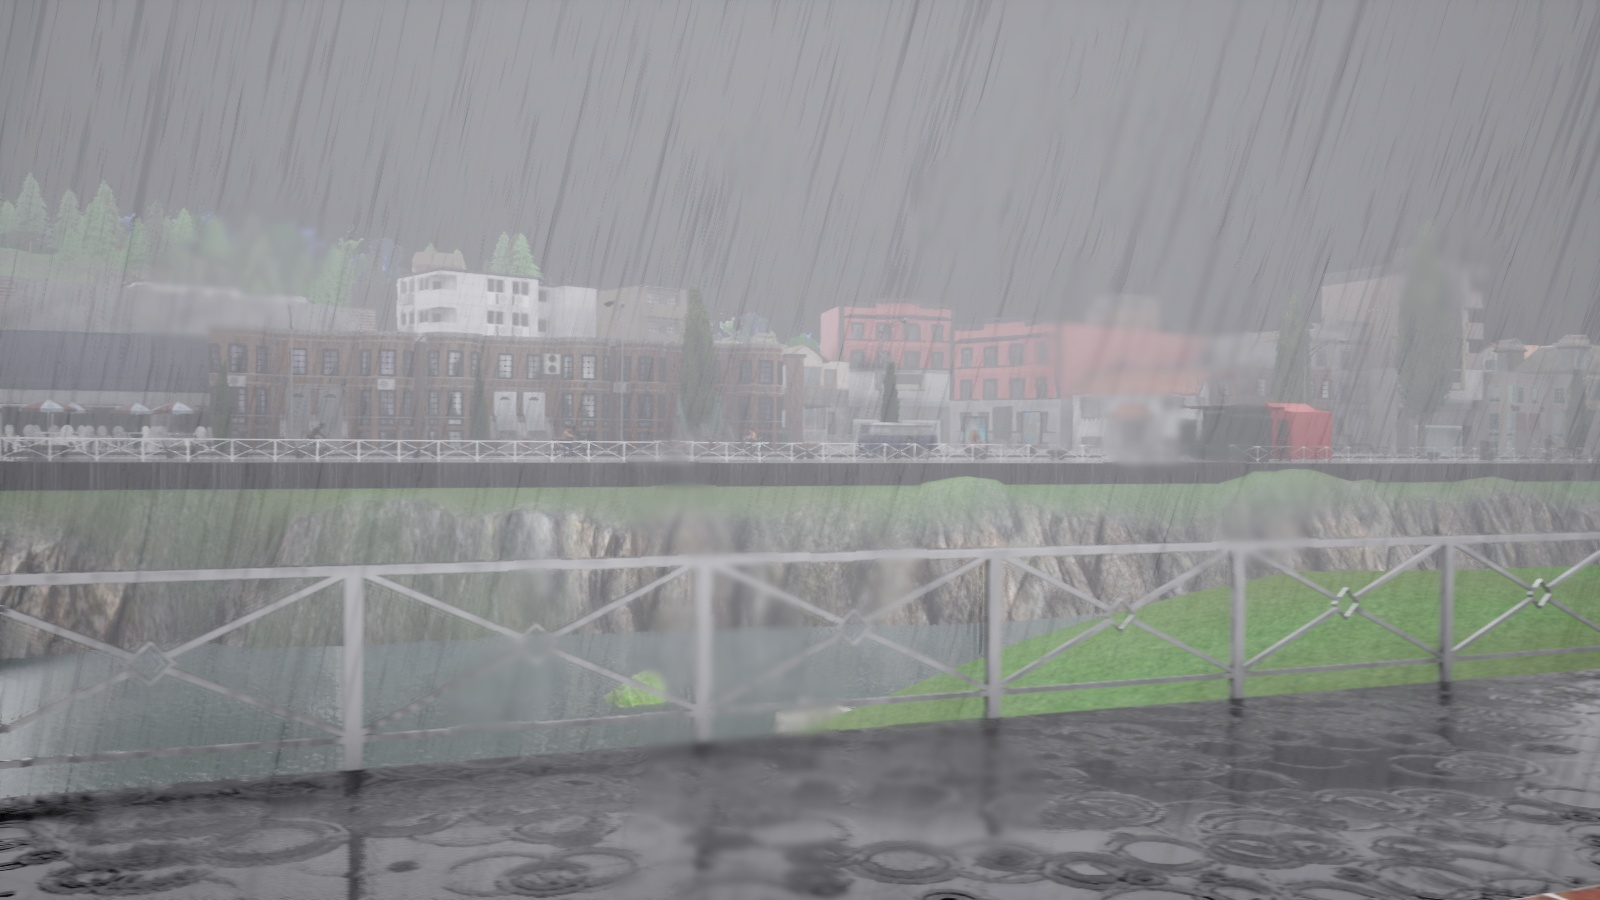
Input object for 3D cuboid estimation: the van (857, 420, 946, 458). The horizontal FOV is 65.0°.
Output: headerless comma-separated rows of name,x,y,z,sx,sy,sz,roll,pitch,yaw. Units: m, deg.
van,5.448,-0.607,67.549,4.442,1.987,1.775,-1,1,-21
